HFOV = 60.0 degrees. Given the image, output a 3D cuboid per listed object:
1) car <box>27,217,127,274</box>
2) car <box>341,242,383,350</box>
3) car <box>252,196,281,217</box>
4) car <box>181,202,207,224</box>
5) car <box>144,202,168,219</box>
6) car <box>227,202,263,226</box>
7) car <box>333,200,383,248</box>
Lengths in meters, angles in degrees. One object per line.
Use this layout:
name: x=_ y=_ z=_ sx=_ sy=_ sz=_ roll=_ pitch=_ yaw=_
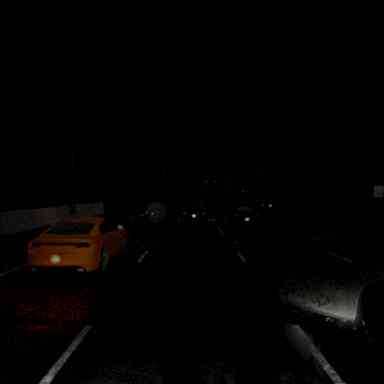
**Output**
car: x=-3.398 y=1.533 z=10.764 sx=1.882 sy=1.535 sz=5.008 roll=0 pitch=0 yaw=0
car: x=3.601 y=1.583 z=3.629 sx=1.994 sy=1.385 sz=4.181 roll=0 pitch=0 yaw=0
car: x=7.342 y=1.392 z=33.436 sx=2.150 sy=2.045 sz=5.566 roll=0 pitch=0 yaw=2
car: x=0.164 y=1.695 z=25.789 sx=1.994 sy=1.385 sz=4.181 roll=0 pitch=0 yaw=1
car: x=-3.243 y=1.680 z=30.371 sx=1.812 sy=1.442 sz=4.674 roll=0 pitch=0 yaw=1
car: x=3.641 y=1.649 z=24.163 sx=1.812 sy=1.442 sz=4.674 roll=0 pitch=0 yaw=1
car: x=7.102 y=1.282 z=11.856 sx=2.150 sy=2.045 sz=5.566 roll=0 pitch=0 yaw=0
